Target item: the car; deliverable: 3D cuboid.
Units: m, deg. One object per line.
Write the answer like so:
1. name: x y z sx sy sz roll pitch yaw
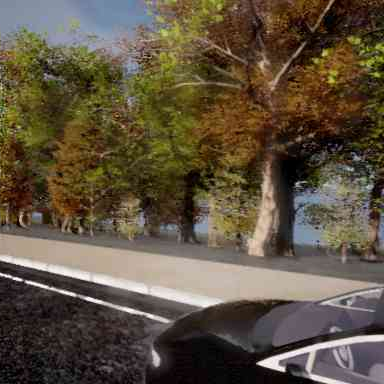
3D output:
1. car: 1.774 1.491 2.422 4.902 1.511 2.128 0 0 36
